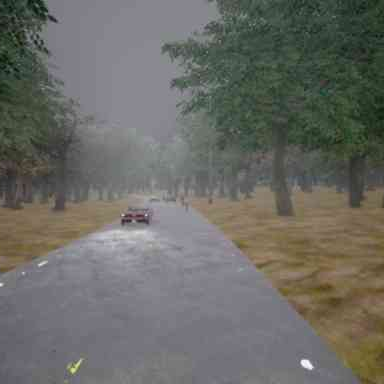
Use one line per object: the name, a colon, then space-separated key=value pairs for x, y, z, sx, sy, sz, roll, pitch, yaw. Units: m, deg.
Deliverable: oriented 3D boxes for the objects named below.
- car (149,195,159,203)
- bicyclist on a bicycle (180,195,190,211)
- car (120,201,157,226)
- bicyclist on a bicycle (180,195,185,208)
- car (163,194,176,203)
car: x=-7.265 y=1.246 z=64.238 sx=1.882 sy=1.535 sz=5.008 roll=0 pitch=0 yaw=-7
bicyclist on a bicycle: x=-0.558 y=1.305 z=36.140 sx=0.866 sy=1.612 sz=1.509 roll=0 pitch=0 yaw=-4
car: x=-3.676 y=1.518 z=22.848 sx=1.895 sy=1.301 sz=4.718 roll=0 pitch=0 yaw=-3
bicyclist on a bicycle: x=-1.306 y=1.287 z=45.349 sx=0.582 sy=1.620 sz=1.656 roll=0 pitch=0 yaw=-5
car: x=-4.099 y=1.273 z=63.515 sx=1.837 sy=1.490 sz=4.892 roll=0 pitch=0 yaw=-7
